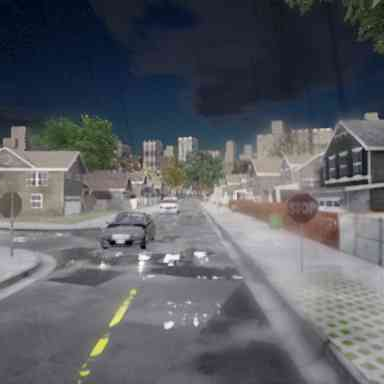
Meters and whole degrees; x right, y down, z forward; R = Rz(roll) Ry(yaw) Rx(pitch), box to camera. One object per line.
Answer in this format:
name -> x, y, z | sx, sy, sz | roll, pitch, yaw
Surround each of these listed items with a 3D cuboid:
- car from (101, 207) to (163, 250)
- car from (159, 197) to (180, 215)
car -> -2.732, 1.655, 15.165 | 2.128, 1.511, 4.902 | 0, -1, 0
car -> -2.698, 1.739, 40.617 | 2.150, 2.045, 5.566 | 0, 1, 0
